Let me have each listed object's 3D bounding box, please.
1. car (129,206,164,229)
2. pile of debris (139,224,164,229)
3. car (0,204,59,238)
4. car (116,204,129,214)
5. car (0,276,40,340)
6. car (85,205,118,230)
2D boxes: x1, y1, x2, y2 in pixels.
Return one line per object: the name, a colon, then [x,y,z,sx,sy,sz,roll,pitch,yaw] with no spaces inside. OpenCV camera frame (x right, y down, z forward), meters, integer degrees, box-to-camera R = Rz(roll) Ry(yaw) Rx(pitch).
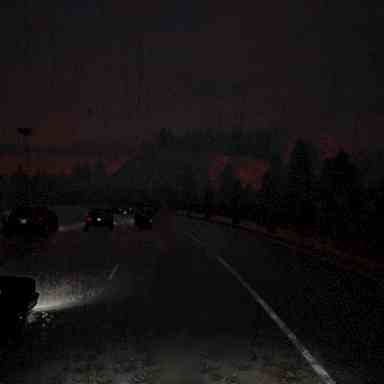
car: [-3.200,1.764,24.324,2.128,1.511,4.902,0,-1,-13]
pile of debris: [-2.882,2.438,23.469,1.500,0.140,1.860,0,-1,-13]
car: [-9.267,1.604,19.541,2.097,1.767,4.553,0,-1,-12]
car: [-8.509,2.092,40.244,1.895,1.301,4.718,0,-1,-22]
car: [-3.602,1.598,3.596,2.033,1.411,5.357,0,-1,-3]
car: [-6.507,1.831,23.520,2.033,1.411,5.357,0,-1,-14]
